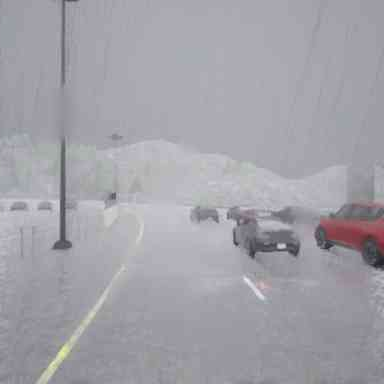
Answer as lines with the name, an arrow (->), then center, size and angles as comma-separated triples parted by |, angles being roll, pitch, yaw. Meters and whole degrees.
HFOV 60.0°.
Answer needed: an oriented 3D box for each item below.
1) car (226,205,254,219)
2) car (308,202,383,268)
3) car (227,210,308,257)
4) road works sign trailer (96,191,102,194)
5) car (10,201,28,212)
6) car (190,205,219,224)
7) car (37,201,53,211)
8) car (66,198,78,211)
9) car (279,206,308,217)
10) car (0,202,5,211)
car -> 4.396, 1.876, 29.668 | 1.812, 1.442, 4.674 | 0, 0, -9
car -> 6.503, 1.357, 12.002 | 2.150, 2.045, 5.566 | 0, 0, -4
car -> 2.878, 1.685, 13.581 | 1.812, 1.442, 4.674 | 0, 0, -4
road works sign trailer -> -25.190, 1.622, 91.447 | 2.380, 3.560, 2.880 | 0, -1, -32
car -> -25.803, 2.161, 49.812 | 1.837, 1.490, 4.892 | 0, -1, -17
car -> 1.033, 1.850, 28.525 | 1.837, 1.490, 4.892 | 0, 0, -9
car -> -22.561, 2.171, 51.187 | 1.837, 1.490, 4.892 | 0, -1, -17
car -> -19.291, 1.897, 52.509 | 2.150, 2.045, 5.566 | 0, -1, -17
car -> 8.308, 1.862, 27.321 | 2.033, 1.411, 5.357 | 0, -1, -9
car -> -29.483, 2.190, 49.905 | 1.812, 1.442, 4.674 | 0, -1, -18
